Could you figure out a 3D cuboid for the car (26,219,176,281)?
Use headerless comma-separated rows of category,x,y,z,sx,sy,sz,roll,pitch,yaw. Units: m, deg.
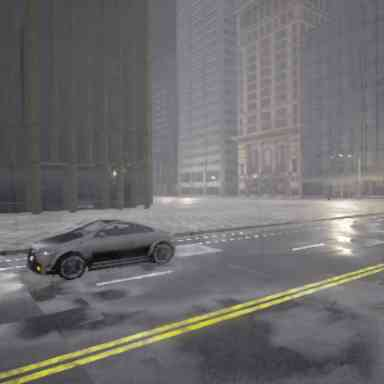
car,-2.557,1.518,9.845,4.181,1.385,1.994,-1,1,-35
